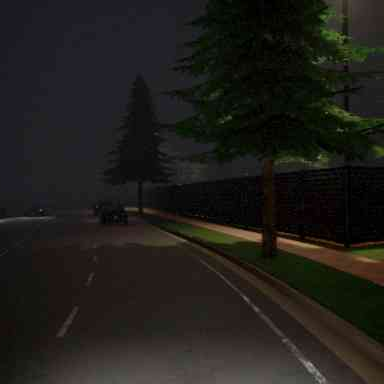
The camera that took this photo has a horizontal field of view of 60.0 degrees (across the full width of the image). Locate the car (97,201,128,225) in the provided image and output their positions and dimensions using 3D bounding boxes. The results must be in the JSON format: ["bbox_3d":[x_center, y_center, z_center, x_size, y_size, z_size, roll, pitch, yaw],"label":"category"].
[{"bbox_3d":[-6.302,1.723,26.490,1.882,1.535,5.008,0,0,-18],"label":"car"}]

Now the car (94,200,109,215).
[{"bbox_3d":[-10.316,1.719,38.720,2.097,1.767,4.553,0,0,-18],"label":"car"}]

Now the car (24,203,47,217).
[{"bbox_3d":[-17.100,1.922,36.456,1.812,1.442,4.674,0,-1,-18],"label":"car"}]

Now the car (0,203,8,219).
[{"bbox_3d":[-19.697,1.896,33.108,1.837,1.490,4.892,0,-1,-18],"label":"car"}]
